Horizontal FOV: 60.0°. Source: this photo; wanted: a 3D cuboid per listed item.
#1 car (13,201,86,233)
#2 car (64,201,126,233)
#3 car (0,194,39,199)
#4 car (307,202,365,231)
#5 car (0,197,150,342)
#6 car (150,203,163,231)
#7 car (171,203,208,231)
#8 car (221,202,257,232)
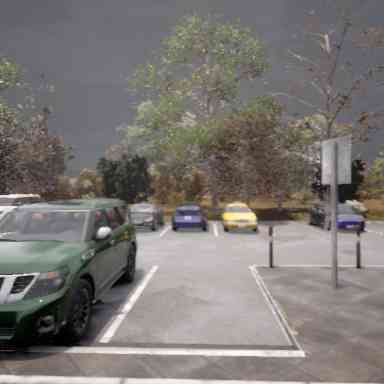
[{"bbox_3d":[-8.414,1.422,20.268,2.097,1.535,5.008,0,0,3],"label":"car"},{"bbox_3d":[-5.641,1.407,20.132,2.097,1.535,5.008,0,0,3],"label":"car"},{"bbox_3d":[-11.190,1.186,20.368,2.435,2.045,5.566,0,0,3],"label":"car"},{"bbox_3d":[8.218,1.364,19.420,2.163,1.488,4.792,0,0,3],"label":"car"},{"bbox_3d":[-2.642,1.209,6.856,2.435,2.045,5.566,0,0,3],"label":"car"},{"bbox_3d":[-2.869,1.394,19.998,2.231,1.521,4.892,0,0,3],"label":"car"},{"bbox_3d":[-0.096,1.408,19.885,2.163,1.488,4.792,0,0,3],"label":"car"},{"bbox_3d":[2.665,1.362,19.535,1.946,1.575,5.366,0,0,3],"label":"car"}]
